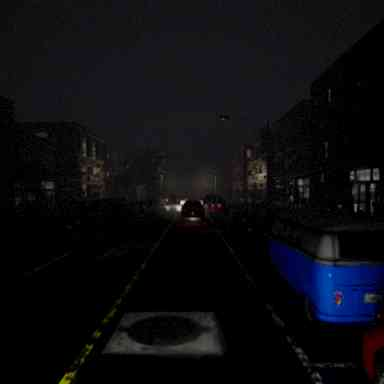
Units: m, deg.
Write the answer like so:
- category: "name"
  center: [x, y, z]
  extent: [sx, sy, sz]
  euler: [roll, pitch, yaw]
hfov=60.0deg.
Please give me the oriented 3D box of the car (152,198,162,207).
- category: "car"
  center: [-5.644, 1.528, 51.130]
  extent: [1.947, 1.339, 4.313]
  euler: [-1, 0, 0]

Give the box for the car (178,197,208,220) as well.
- category: "car"
  center: [0.082, 1.458, 27.647]
  extent: [1.882, 1.535, 5.008]
  euler: [0, 0, 1]

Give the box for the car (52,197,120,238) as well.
- category: "car"
  center: [-5.678, 1.303, 17.866]
  extent: [2.192, 1.841, 5.009]
  euler: [-1, 0, 0]

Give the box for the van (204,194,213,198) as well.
- category: "van"
  center: [2.724, 1.312, 40.034]
  extent: [1.690, 1.788, 3.998]
  euler: [-1, 0, 0]

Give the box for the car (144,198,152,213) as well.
- category: "car"
  center: [-5.659, 1.520, 34.498]
  extent: [1.887, 1.381, 4.507]
  euler: [-1, 0, 0]

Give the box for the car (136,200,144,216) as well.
- category: "car"
  center: [-5.664, 1.545, 28.954]
  extent: [1.947, 1.339, 4.313]
  euler: [-1, 0, 0]

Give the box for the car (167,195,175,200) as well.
- category: "car"
  center: [-5.607, 1.513, 89.938]
  extent: [1.802, 1.307, 4.206]
  euler: [0, 0, 0]

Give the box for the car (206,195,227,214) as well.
- category: "car"
  center: [2.720, 1.415, 34.490]
  extent: [1.967, 1.590, 4.097]
  euler: [-1, 0, 0]

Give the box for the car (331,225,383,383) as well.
- category: "car"
  center: [2.688, 1.314, 1.226]
  extent: [2.192, 1.841, 5.009]
  euler: [-1, 0, 0]

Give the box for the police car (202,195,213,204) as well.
- category: "police car"
  center: [3.062, 1.376, 65.812]
  extent: [1.930, 1.638, 5.238]
  euler: [0, 0, 0]

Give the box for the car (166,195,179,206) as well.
- category: "car"
  center: [-3.012, 1.312, 53.567]
  extent: [2.097, 1.767, 4.553]
  euler: [0, 0, 0]

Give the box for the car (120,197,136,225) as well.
- category: "car"
  center: [-5.672, 1.298, 23.410]
  extent: [2.192, 1.841, 5.009]
  euler: [-1, 0, 0]

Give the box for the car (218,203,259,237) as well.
- category: "car"
  center: [2.706, 1.538, 17.858]
  extent: [2.008, 1.369, 4.403]
  euler: [-1, 0, 0]

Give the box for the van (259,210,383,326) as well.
- category: "van"
  center: [2.693, 1.336, 6.770]
  extent: [1.690, 1.788, 3.998]
  euler: [-1, 0, 0]

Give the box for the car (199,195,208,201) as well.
- category: "car"
  center: [2.762, 1.485, 78.842]
  extent: [1.887, 1.381, 4.507]
  euler: [-1, 0, 0]
